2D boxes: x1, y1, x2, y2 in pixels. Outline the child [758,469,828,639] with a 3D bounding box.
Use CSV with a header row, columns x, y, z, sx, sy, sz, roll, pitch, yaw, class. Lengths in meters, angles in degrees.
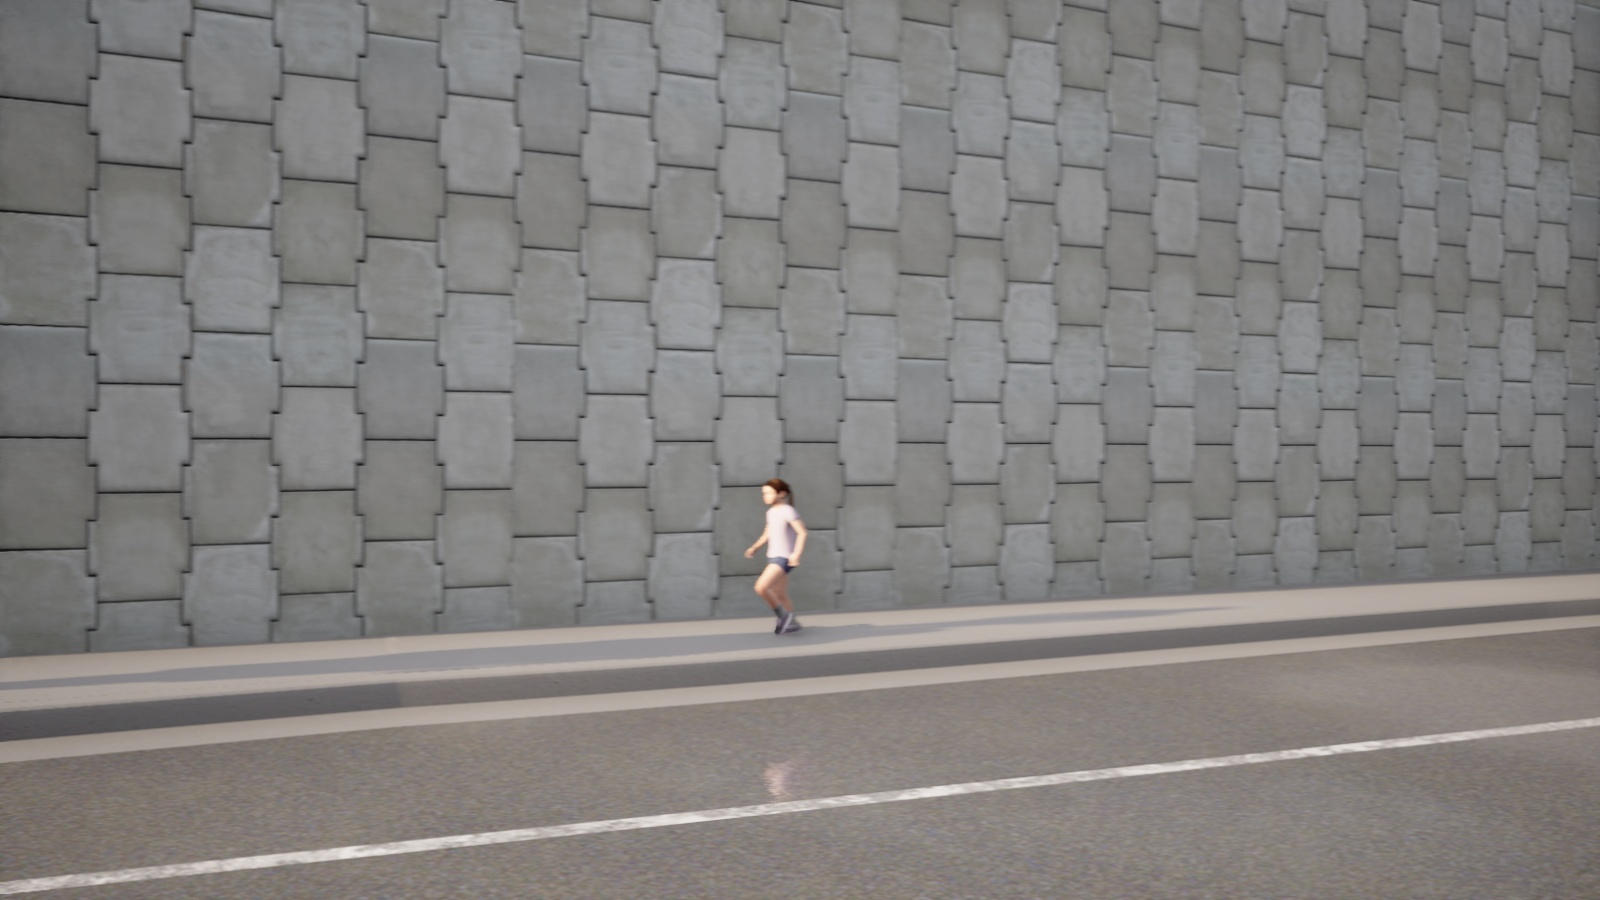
x,y,z,sx,sy,sz,roll,pitch,yaw,class
-0.050,0.694,8.535,0.394,1.110,0.255,-1,1,-26,child
